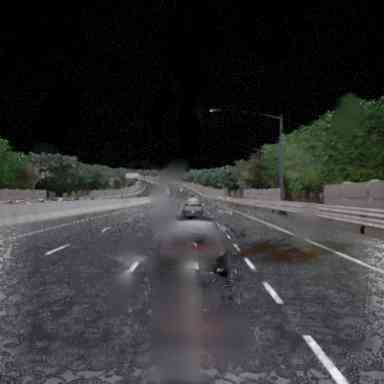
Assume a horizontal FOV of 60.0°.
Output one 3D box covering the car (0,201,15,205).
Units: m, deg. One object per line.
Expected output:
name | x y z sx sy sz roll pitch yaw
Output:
car | -20.944 1.689 37.264 1.994 1.385 4.181 0 -1 1

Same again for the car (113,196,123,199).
car | -17.248 1.633 77.641 1.837 1.490 4.892 0 0 0

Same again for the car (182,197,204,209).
car | 0.100 1.540 31.394 2.128 1.511 4.902 0 0 0

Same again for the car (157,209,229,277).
car | 0.031 1.476 10.126 1.837 1.490 4.892 0 0 0

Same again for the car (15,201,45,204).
car | -17.444 1.686 37.257 1.994 1.385 4.181 0 -1 1

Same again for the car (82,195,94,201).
car | -24.248 1.495 77.694 2.097 1.767 4.553 0 0 0
